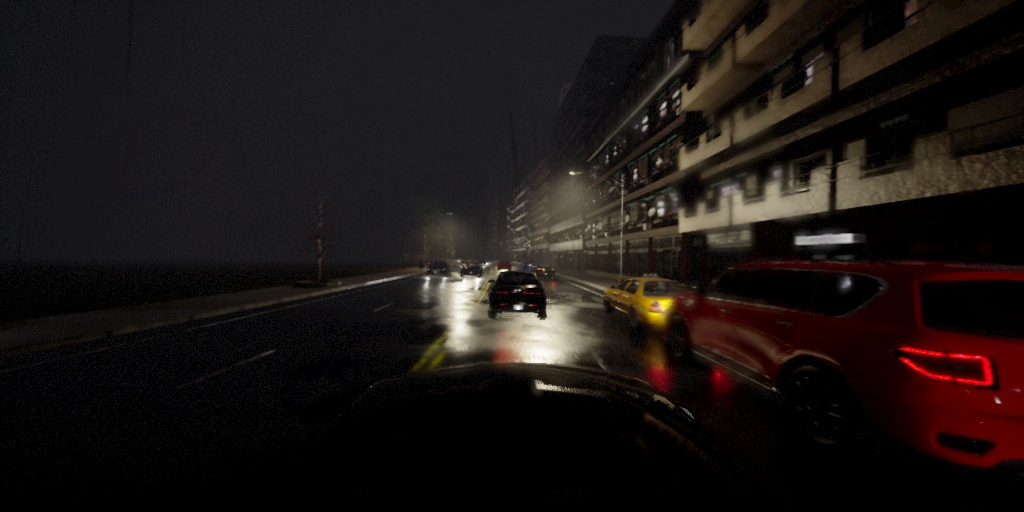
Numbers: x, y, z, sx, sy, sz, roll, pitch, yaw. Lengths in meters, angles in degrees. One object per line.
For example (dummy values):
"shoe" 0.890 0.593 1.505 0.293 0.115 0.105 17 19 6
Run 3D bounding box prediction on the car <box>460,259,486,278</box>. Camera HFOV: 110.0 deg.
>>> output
"car" -3.718 1.303 33.740 1.994 1.385 4.181 1 0 -2

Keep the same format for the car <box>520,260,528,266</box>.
"car" 2.203 1.257 48.812 2.097 1.767 4.553 1 0 -3

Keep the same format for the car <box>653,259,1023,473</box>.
"car" 4.325 1.077 5.362 2.150 2.045 5.566 1 0 0

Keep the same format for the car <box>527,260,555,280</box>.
"car" 2.919 1.376 33.812 2.128 1.511 4.902 1 0 -2

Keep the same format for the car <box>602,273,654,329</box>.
"car" 4.323 1.319 11.575 1.801 1.575 5.366 1 0 0

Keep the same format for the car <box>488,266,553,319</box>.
"car" 0.178 1.281 13.055 1.837 1.490 4.892 1 0 0

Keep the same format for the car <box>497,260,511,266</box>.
"car" -1.110 1.316 50.624 1.882 1.535 5.008 1 0 -4

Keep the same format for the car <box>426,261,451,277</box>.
"car" -7.003 1.195 34.748 1.812 1.442 4.674 1 0 -2
